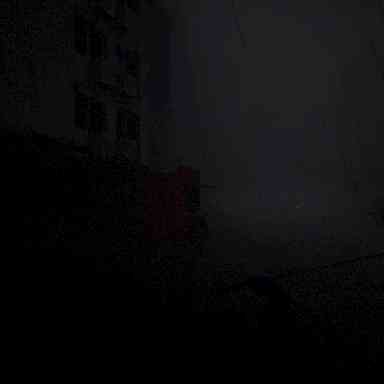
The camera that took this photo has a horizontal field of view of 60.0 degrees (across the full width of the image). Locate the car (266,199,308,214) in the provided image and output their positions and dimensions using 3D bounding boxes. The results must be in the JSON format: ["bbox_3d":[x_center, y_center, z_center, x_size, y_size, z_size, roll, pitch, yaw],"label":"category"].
[{"bbox_3d":[9.984,1.526,35.329,1.812,1.442,4.674,0,0,-36],"label":"car"}]

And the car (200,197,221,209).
[{"bbox_3d":[2.035,1.478,46.435,1.882,1.535,5.008,0,0,-35],"label":"car"}]
